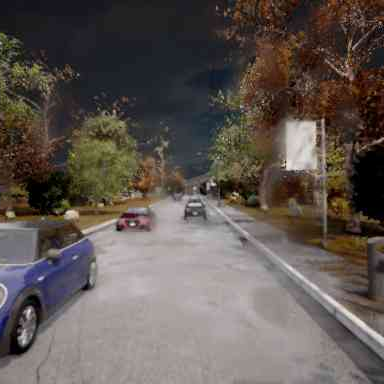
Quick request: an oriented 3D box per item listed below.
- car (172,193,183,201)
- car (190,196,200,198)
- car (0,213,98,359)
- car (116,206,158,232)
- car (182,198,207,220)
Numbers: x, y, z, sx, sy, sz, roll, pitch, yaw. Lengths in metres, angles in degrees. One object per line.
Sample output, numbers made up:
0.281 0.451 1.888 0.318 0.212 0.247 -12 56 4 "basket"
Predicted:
-2.859 1.065 66.196 1.837 1.490 4.892 0 1 1 "car"
0.370 1.295 45.683 2.128 1.511 4.902 0 1 0 "car"
-3.320 1.358 6.085 2.097 1.767 4.553 0 0 0 "car"
-3.218 1.554 20.065 1.994 1.385 4.181 0 0 1 "car"
0.263 1.486 28.124 1.812 1.442 4.674 0 0 0 "car"
